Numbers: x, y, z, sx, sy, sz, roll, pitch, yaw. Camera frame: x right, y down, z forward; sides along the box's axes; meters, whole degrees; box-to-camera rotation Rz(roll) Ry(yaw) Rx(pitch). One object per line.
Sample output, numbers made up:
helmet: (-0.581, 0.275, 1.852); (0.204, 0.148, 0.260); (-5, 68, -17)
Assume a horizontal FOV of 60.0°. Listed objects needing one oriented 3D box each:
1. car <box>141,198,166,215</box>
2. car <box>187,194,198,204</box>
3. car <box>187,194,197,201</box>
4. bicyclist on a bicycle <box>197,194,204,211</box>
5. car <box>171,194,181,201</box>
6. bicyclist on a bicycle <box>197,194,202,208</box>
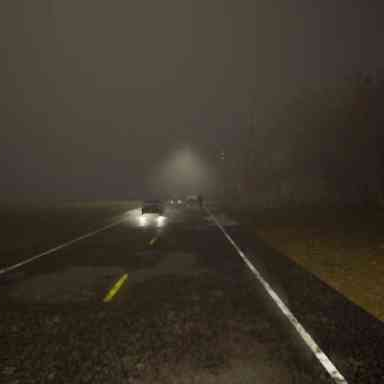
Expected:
car: (-3.590, 1.336, 31.517); (1.882, 1.535, 5.008); (0, 0, 0)
car: (0.029, 1.344, 57.393); (1.895, 1.301, 4.718); (0, 0, 1)
car: (0.017, 1.187, 75.398); (2.128, 1.511, 4.902); (0, 0, 0)
bicyclist on a bicycle: (0.971, 1.208, 36.133); (0.659, 1.776, 1.843); (0, 0, 0)
car: (-3.484, 1.145, 72.858); (1.882, 1.535, 5.008); (0, 0, 0)
bicyclist on a bicycle: (0.973, 1.168, 45.132); (0.659, 1.776, 1.843); (0, 0, 0)
